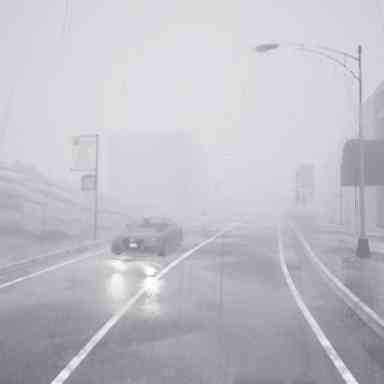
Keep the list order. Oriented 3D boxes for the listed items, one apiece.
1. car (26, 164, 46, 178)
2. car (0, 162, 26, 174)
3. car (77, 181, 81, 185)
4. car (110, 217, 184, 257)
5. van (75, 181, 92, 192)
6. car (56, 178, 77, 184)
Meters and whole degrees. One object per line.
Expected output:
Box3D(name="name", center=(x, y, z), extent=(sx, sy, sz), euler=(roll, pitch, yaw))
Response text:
Box3D(name="car", center=(-21.873, -2.491, 44.668), extent=(2.435, 2.045, 5.566), euler=(0, -3, 3))
Box3D(name="car", center=(-22.197, -2.666, 39.068), extent=(2.185, 1.767, 4.553), euler=(0, -3, 4))
Box3D(name="car", center=(-21.654, -1.181, 61.205), extent=(2.002, 1.452, 4.674), euler=(1, -4, -1))
Box3D(name="car", center=(-1.662, 1.709, 13.571), extent=(1.994, 1.385, 4.181), euler=(0, -1, 12))
Box3D(name="van", center=(-21.769, -1.054, 66.881), extent=(1.878, 1.987, 4.442), euler=(1, -4, -1))
Box3D(name="car", center=(-21.623, -1.543, 55.675), extent=(2.002, 1.452, 4.674), euler=(0, -4, 1))
